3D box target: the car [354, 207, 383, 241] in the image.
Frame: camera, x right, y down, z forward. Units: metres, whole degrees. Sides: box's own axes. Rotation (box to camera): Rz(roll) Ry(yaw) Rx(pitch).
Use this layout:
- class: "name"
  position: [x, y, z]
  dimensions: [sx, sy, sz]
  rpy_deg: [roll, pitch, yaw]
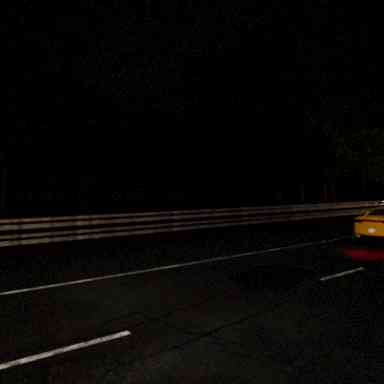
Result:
- class: "car"
  position: [9.097, 1.345, 14.542]
  dimensions: [5.008, 1.535, 1.882]
  rpy_deg: [-1, 0, -36]
